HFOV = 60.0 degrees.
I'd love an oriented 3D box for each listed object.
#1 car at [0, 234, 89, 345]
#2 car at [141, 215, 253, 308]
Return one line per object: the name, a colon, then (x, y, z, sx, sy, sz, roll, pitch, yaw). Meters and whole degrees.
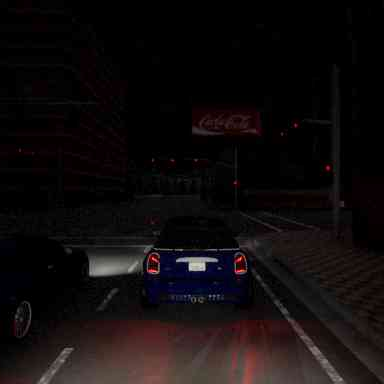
car: (-3.420, 1.526, 6.263, 1.812, 1.442, 4.674, 0, 0, 0)
car: (0.086, 1.352, 8.058, 2.097, 1.767, 4.553, 0, 0, 0)
